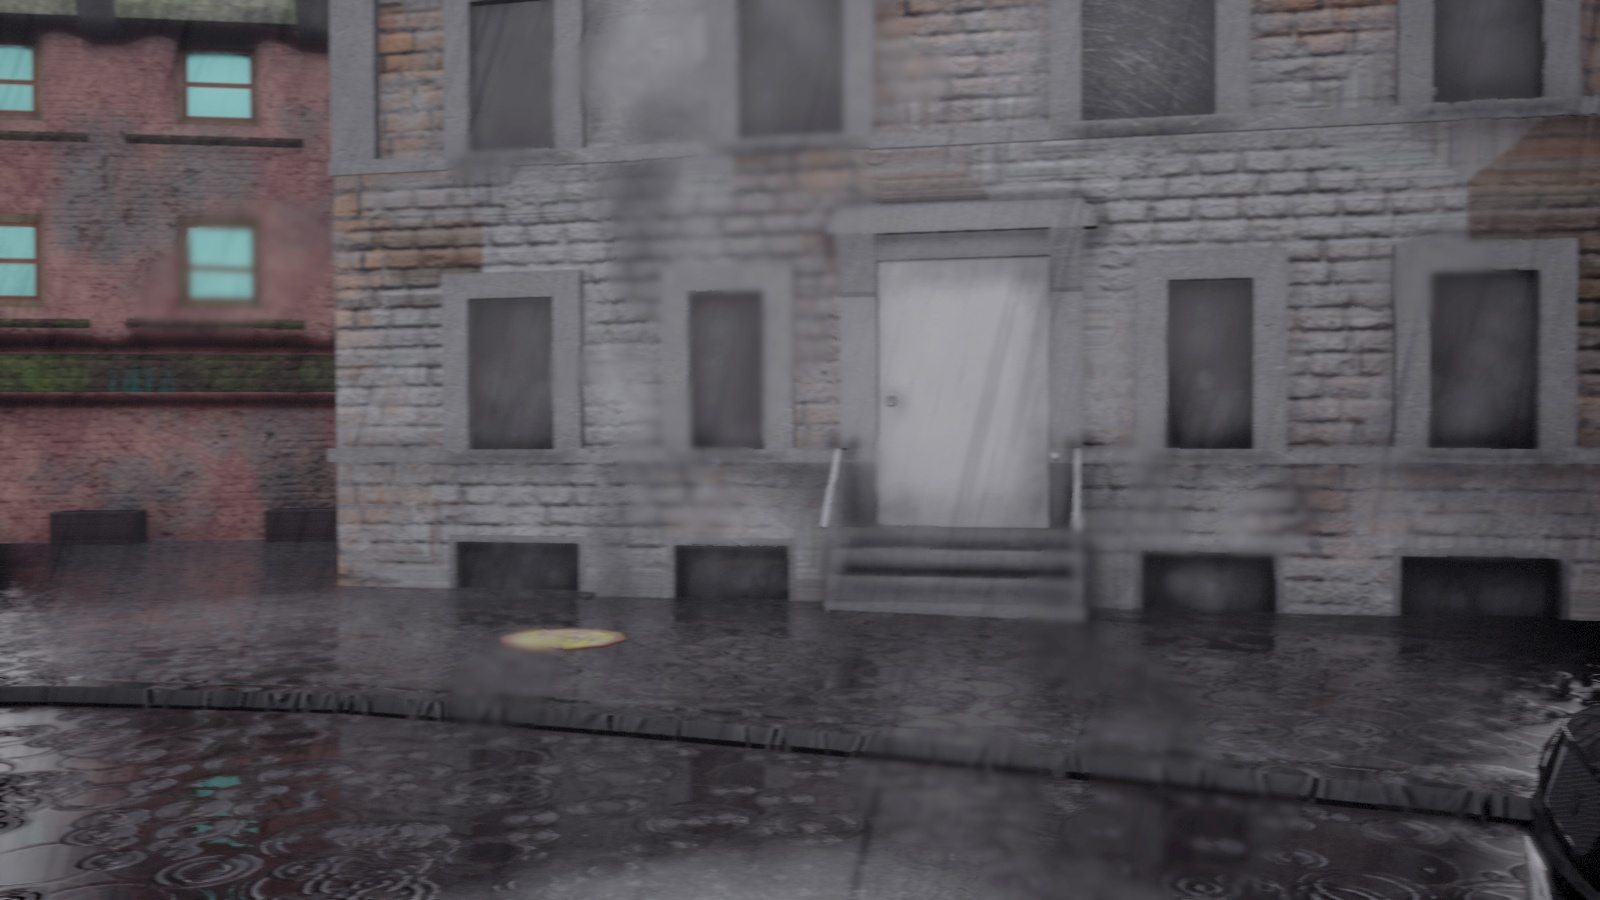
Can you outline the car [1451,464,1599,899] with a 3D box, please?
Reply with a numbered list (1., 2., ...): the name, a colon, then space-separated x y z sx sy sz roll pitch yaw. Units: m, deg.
1. car: 3.686 0.814 2.366 4.193 1.474 1.816 1 1 22
